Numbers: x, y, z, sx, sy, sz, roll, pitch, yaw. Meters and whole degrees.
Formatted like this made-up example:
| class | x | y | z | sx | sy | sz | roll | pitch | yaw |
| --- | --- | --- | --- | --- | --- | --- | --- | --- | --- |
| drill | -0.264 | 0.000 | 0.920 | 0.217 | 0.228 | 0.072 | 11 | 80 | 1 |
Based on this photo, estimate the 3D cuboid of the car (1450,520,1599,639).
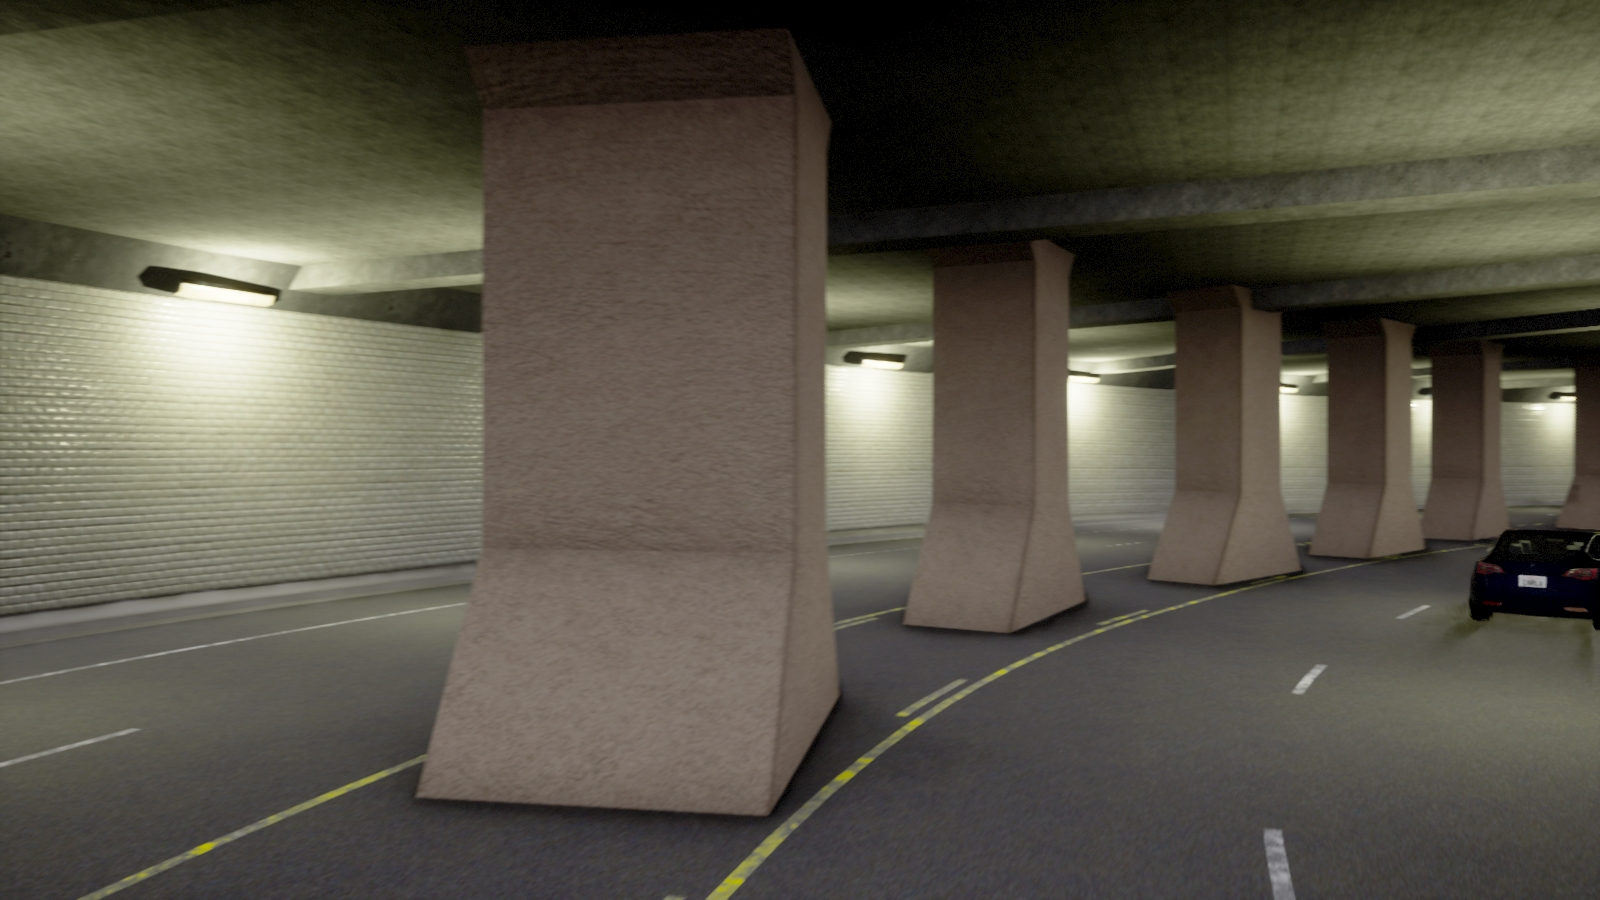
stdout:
| class | x | y | z | sx | sy | sz | roll | pitch | yaw |
| --- | --- | --- | --- | --- | --- | --- | --- | --- | --- |
| car | 12.791 | 2.081 | 19.462 | 2.163 | 1.488 | 4.792 | 0 | 0 | 40 |
